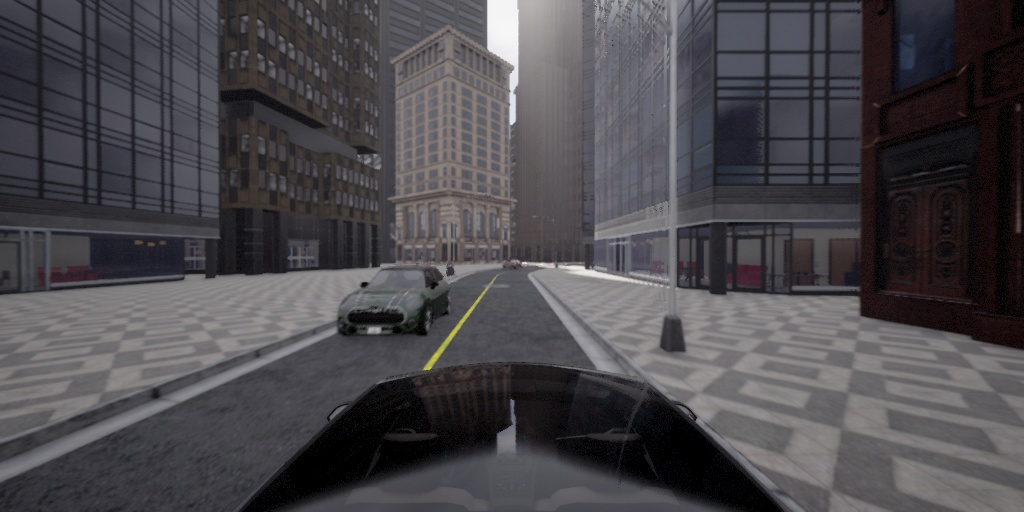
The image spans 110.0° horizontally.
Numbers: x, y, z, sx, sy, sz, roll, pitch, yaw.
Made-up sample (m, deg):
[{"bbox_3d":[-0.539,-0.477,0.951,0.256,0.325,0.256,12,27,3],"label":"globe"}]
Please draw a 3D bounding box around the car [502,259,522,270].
[{"bbox_3d":[0.079,1.175,51.843,1.812,1.442,4.674,0,0,19],"label":"car"}]

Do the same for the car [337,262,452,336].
[{"bbox_3d":[-3.095,1.080,10.315,2.097,1.767,4.553,0,0,0],"label":"car"}]
